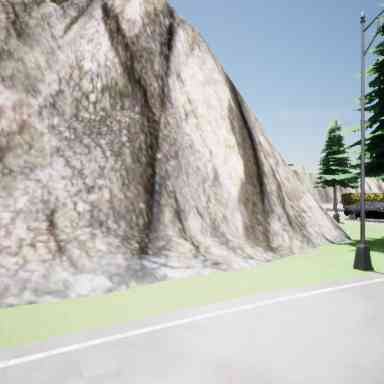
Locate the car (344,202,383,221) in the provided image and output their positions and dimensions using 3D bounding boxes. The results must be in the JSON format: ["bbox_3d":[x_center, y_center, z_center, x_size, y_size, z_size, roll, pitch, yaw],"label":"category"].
[{"bbox_3d":[13.934,1.490,25.063,2.128,1.511,4.902,0,0,-27],"label":"car"}]
